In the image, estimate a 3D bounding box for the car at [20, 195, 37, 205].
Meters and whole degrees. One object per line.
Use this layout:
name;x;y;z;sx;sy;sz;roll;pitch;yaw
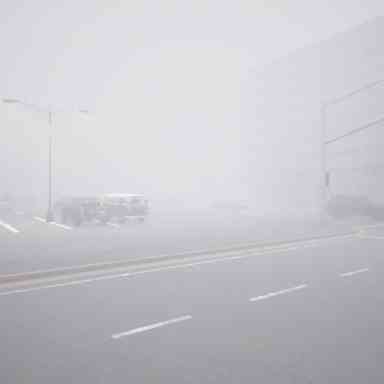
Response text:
car;-27.298;1.209;55.342;1.932;1.855;4.605;0;0;-35

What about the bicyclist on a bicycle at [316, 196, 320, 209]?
bicyclist on a bicycle;16.505;1.356;42.866;1.656;1.620;0.582;0;0;-35

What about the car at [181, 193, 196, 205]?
car;-1.486;1.277;61.596;2.150;2.045;5.566;0;0;-35

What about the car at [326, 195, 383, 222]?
car;14.020;1.273;27.585;2.150;2.045;5.566;0;0;-37

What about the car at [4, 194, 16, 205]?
car;-29.692;1.212;53.715;1.905;1.878;3.866;0;0;-35

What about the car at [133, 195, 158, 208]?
car;-7.979;1.656;58.425;1.895;1.301;4.718;0;0;-35

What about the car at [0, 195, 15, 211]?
car;-21.815;1.451;37.892;1.970;1.475;3.806;0;0;-35

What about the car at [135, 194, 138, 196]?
car;-8.953;1.547;66.022;2.128;1.511;4.902;0;0;-35

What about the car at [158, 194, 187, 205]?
car;-3.540;1.533;58.443;1.882;1.535;5.008;0;0;-36

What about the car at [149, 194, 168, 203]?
car;-7.019;1.407;69.358;2.097;1.767;4.553;0;0;-35

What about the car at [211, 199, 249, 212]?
car;4.523;1.602;40.755;2.033;1.411;5.357;0;0;-35
